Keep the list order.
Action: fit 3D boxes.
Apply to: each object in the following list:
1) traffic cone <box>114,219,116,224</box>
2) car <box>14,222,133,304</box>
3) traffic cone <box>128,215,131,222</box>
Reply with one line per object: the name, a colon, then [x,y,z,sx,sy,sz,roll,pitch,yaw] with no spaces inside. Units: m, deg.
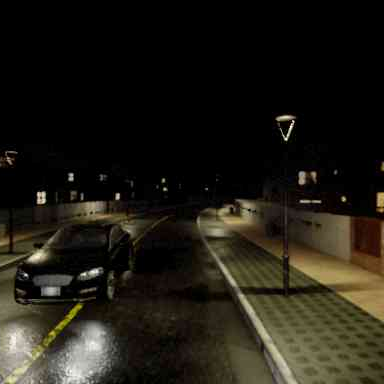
traffic cone: [-5.328,2.183,22.861,0.340,0.580,0.340,0,-1,0]
car: [-2.679,1.580,8.536,2.128,1.511,4.902,0,-1,-2]
traffic cone: [-5.268,2.227,27.924,0.340,0.580,0.340,0,-1,1]
